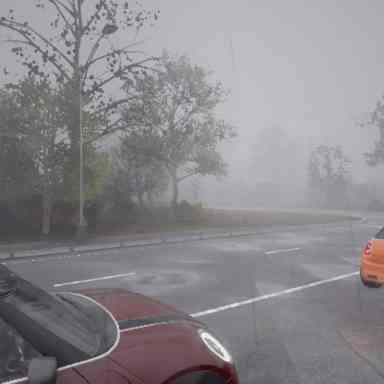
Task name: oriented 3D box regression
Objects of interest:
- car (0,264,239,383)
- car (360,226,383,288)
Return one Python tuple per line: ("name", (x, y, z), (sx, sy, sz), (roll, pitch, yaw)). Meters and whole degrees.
("car", (-1.779, 1.354, 2.443), (4.553, 1.767, 2.097), (0, 0, -36))
("car", (6.089, 1.352, 7.997), (4.553, 1.767, 2.097), (0, 0, -35))
